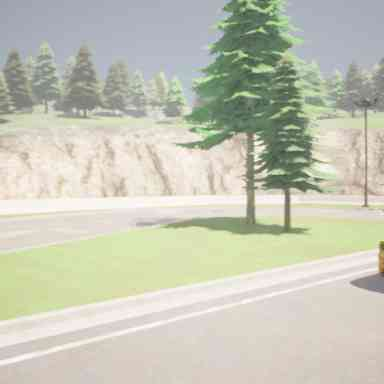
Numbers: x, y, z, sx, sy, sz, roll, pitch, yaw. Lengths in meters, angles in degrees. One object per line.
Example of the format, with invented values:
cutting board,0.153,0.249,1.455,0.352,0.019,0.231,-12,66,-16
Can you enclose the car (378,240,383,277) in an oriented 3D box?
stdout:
car,6.556,1.379,8.081,5.008,1.535,1.882,-1,1,-33
